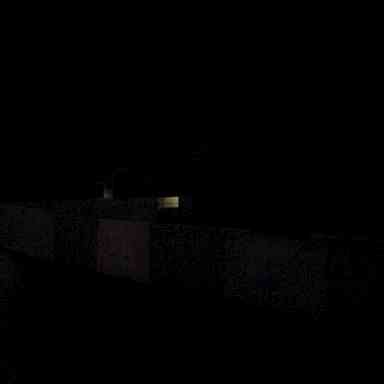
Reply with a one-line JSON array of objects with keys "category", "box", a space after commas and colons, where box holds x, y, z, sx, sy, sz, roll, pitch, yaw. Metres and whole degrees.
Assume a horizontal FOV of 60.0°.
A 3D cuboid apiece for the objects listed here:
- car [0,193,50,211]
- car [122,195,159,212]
[{"category": "car", "box": [-9.733, 1.063, 19.393, 2.150, 2.045, 5.566, -3, -1, 36]}, {"category": "car", "box": [-5.130, 1.150, 30.625, 2.097, 1.767, 4.553, -2, -1, 35]}]
